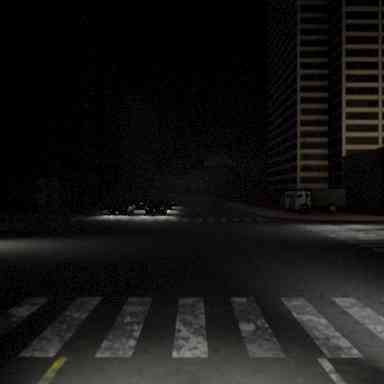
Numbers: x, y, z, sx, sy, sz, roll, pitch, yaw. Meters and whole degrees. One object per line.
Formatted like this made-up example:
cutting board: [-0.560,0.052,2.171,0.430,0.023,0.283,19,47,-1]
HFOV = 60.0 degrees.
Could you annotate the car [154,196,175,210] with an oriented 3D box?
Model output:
car: [-3.598,1.604,42.807,1.994,1.385,4.181,0,0,0]

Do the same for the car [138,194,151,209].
car: [-7.097,1.393,43.638,2.097,1.767,4.553,0,0,0]

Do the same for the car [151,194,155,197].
car: [-7.061,1.272,54.185,2.150,2.045,5.566,0,0,0]

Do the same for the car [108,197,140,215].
car: [-7.097,1.580,34.204,2.033,1.411,5.357,0,0,0]

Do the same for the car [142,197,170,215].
car: [-3.595,1.537,33.892,1.837,1.490,4.892,0,0,0]
